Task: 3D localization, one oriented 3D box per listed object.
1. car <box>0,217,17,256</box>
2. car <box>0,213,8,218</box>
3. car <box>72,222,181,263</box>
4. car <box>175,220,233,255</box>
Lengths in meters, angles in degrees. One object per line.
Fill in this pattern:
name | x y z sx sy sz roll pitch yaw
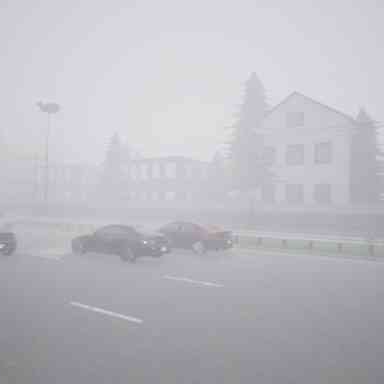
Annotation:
car | -9.160 1.882 13.842 4.674 1.442 1.812 0 -3 33
car | -16.391 2.305 26.747 4.718 1.301 1.895 0 -3 33
car | -3.032 2.029 14.067 4.674 1.442 1.812 0 -3 32
car | -0.401 2.138 16.546 5.008 1.535 1.882 0 -3 33
